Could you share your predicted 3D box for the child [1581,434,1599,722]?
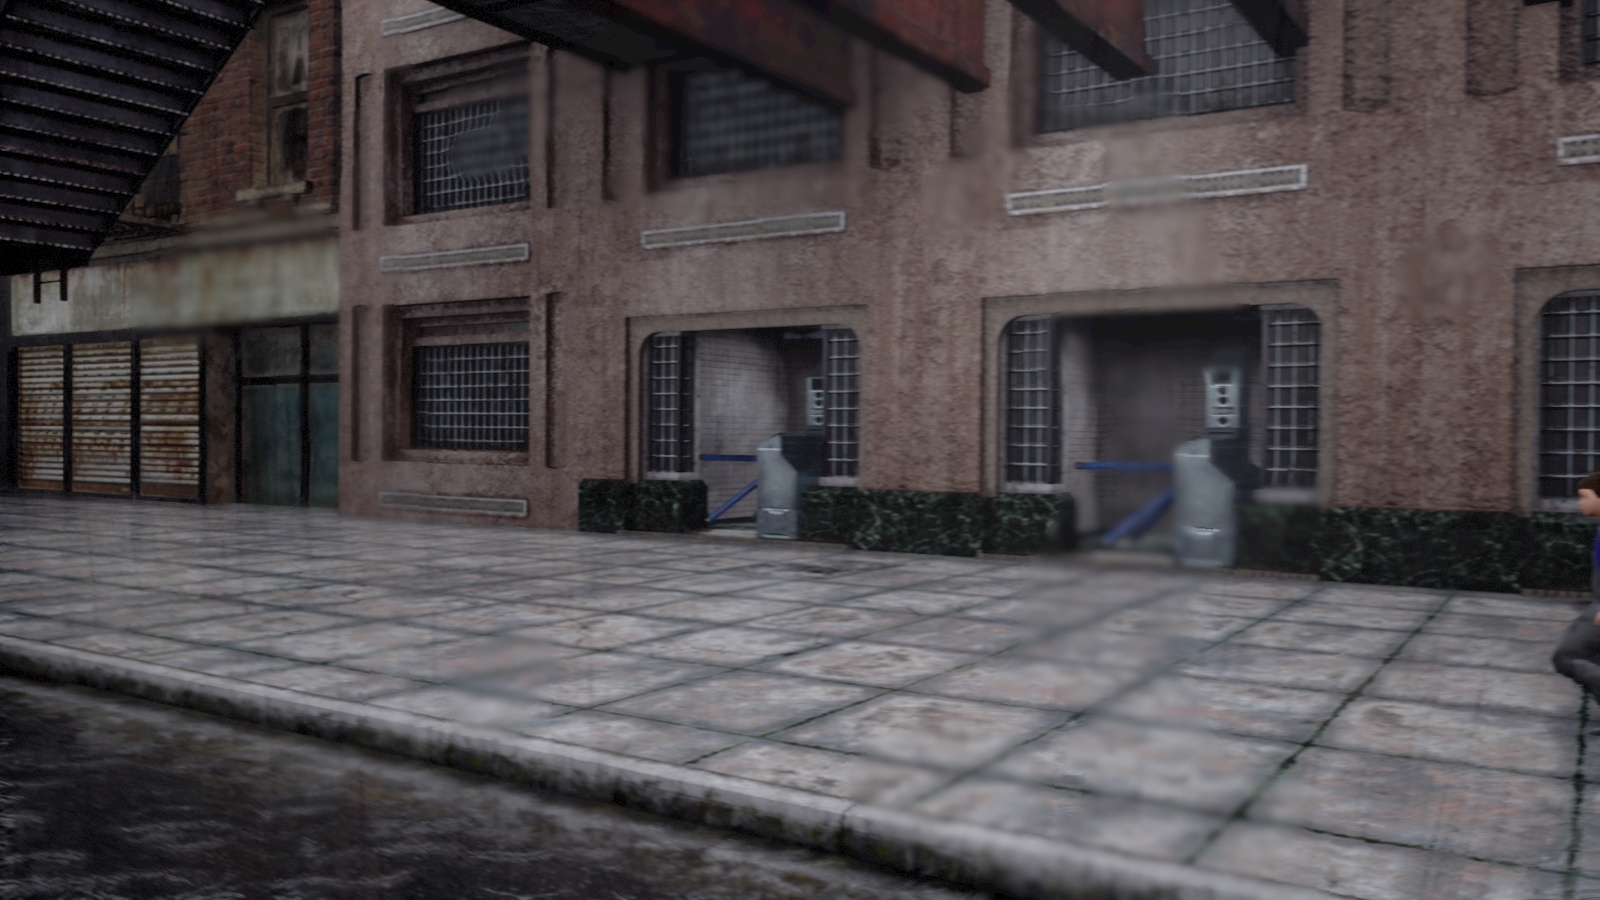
[{"bbox_3d":[3.705,0.559,5.524,0.437,1.263,0.270,0,1,37],"label":"child"}]
